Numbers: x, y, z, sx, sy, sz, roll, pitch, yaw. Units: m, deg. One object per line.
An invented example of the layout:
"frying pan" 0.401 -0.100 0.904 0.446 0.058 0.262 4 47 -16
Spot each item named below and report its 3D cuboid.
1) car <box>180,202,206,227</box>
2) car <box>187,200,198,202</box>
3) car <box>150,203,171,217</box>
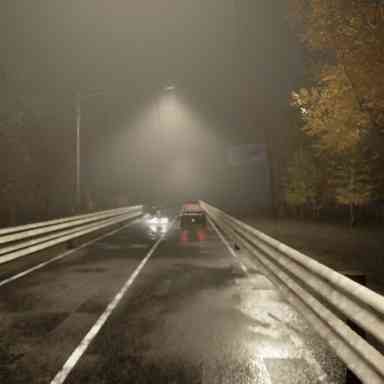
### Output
"car" 0.083 1.782 25.344 2.128 1.511 4.902 0 -1 0
"car" 0.054 1.838 41.987 2.097 1.767 4.553 0 -1 0
"car" -3.379 1.911 36.232 2.128 1.511 4.902 0 -1 0
